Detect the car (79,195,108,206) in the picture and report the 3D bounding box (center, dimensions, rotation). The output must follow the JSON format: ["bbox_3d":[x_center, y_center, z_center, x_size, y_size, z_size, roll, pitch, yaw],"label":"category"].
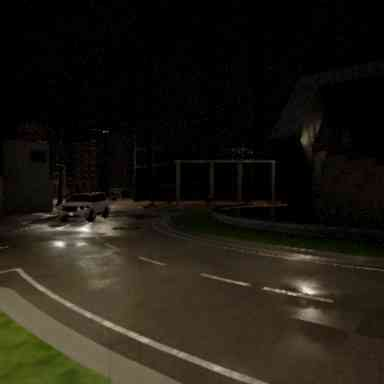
[{"bbox_3d":[-13.996,1.162,47.121,1.882,1.535,5.008,0,0,-45],"label":"car"}]

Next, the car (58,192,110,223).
[{"bbox_3d":[-7.747,1.058,24.440,2.150,2.045,5.566,0,0,3],"label":"car"}]
